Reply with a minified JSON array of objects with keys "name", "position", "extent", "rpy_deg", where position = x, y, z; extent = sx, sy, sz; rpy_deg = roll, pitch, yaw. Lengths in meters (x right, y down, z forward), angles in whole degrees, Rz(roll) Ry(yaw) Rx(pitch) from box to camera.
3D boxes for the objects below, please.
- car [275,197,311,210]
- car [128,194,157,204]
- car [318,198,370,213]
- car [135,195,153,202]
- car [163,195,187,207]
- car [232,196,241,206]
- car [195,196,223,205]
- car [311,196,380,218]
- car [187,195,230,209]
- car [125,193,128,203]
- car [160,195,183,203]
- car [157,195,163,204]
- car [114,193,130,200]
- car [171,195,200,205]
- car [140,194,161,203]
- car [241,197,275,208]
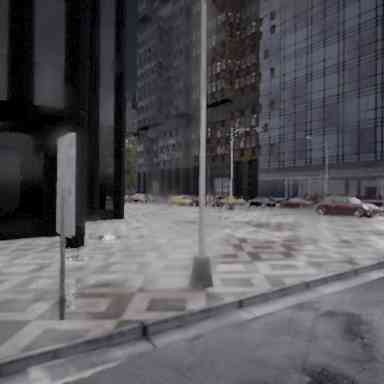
[{"name":"car","position":[11.859,1.270,37.497],"extent":[1.802,1.307,4.206],"rpy_deg":[1,0,-35]},{"name":"car","position":[-7.635,1.041,50.712],"extent":[1.967,1.590,4.097],"rpy_deg":[1,0,-35]},{"name":"car","position":[14.978,1.252,32.984],"extent":[1.947,1.339,4.313],"rpy_deg":[1,0,-35]},{"name":"car","position":[-9.978,1.260,69.094],"extent":[1.947,1.339,4.313],"rpy_deg":[1,0,-35]},{"name":"car","position":[-1.299,1.122,41.543],"extent":[1.752,1.417,4.829],"rpy_deg":[1,0,-35]},{"name":"car","position":[5.523,1.218,46.665],"extent":[1.752,1.417,4.829],"rpy_deg":[1,0,-35]},{"name":"car","position":[2.500,1.245,51.039],"extent":[2.008,1.369,4.403],"rpy_deg":[1,0,-35]},{"name":"car","position":[11.068,1.028,23.652],"extent":[1.967,1.590,4.097],"rpy_deg":[1,0,-36]},{"name":"car","position":[1.724,1.139,37.168],"extent":[1.887,1.381,4.507],"rpy_deg":[1,0,-35]},{"name":"car","position":[-10.757,1.183,55.226],"extent":[1.802,1.307,4.206],"rpy_deg":[1,0,-35]},{"name":"car","position":[-3.739,1.247,60.067],"extent":[2.008,1.369,4.403],"rpy_deg":[1,0,-35]},{"name":"car","position":[-4.618,1.196,51.128],"extent":[1.994,1.385,4.181],"rpy_deg":[1,-1,-34]},{"name":"car","position":[-16.398,1.039,77.726],"extent":[2.097,1.767,4.553],"rpy_deg":[1,0,-35]},{"name":"car","position":[-1.093,1.153,51.430],"extent":[2.128,1.511,4.902],"rpy_deg":[1,-1,-34]},{"name":"car","position":[-7.598,1.191,60.792],"extent":[1.812,1.442,4.674],"rpy_deg":[1,0,-35]},{"name":"car","position":[8.740,1.256,42.011],"extent":[1.947,1.339,4.313],"rpy_deg":[1,0,-35]}]
